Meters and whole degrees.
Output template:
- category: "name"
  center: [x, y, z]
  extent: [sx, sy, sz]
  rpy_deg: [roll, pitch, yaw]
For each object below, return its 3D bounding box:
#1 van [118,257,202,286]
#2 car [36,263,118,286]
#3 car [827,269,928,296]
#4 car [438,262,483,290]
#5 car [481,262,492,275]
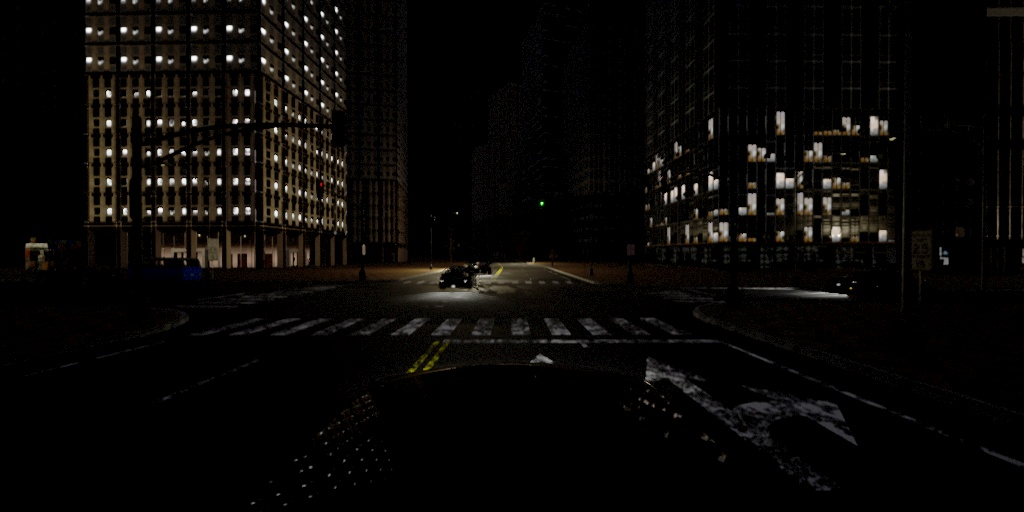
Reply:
- category: "van"
  center: [-22.657, 0.984, 23.369]
  extent: [3.998, 1.789, 1.690]
  rpy_deg: [0, 0, 1]
- category: "car"
  center: [-28.195, 1.163, 23.415]
  extent: [4.507, 1.381, 1.888]
  rpy_deg: [0, 0, 1]
- category: "car"
  center: [20.150, 1.421, 19.891]
  extent: [4.181, 1.385, 1.994]
  rpy_deg: [0, 0, 1]
- category: "car"
  center: [-3.251, 1.300, 22.527]
  extent: [2.033, 1.411, 5.357]
  rpy_deg: [0, 0, 0]
- category: "car"
  center: [-3.252, 1.345, 38.773]
  extent: [1.994, 1.385, 4.181]
  rpy_deg: [0, 0, 0]
